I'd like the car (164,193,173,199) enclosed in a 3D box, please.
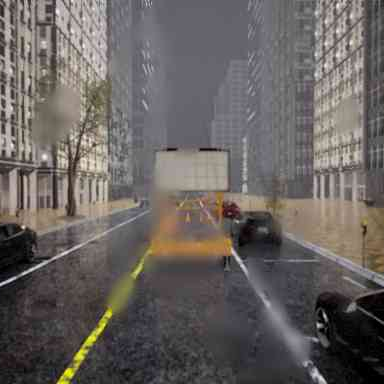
[{"bbox_3d":[-5.757,0.986,82.146,1.802,1.307,4.206,-1,0,0],"label":"car"}]

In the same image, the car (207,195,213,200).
[{"bbox_3d":[2.660,1.301,31.558,1.752,1.417,4.829,-1,0,0],"label":"car"}]

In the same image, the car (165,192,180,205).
[{"bbox_3d":[-3.065,0.860,50.821,2.150,2.045,5.566,0,0,0],"label":"car"}]

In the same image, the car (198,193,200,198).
[{"bbox_3d":[2.628,0.997,76.530,2.008,1.369,4.403,-1,0,0],"label":"car"}]

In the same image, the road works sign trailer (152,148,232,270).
[{"bbox_3d":[-0.005,0.388,10.716,2.380,3.560,2.880,0,0,0],"label":"road works sign trailer"}]

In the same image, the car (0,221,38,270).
[{"bbox_3d":[-5.704,1.503,8.810,1.947,1.339,4.313,-1,0,0],"label":"car"}]

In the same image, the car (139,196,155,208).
[{"bbox_3d":[-5.728,1.247,42.657,2.008,1.369,4.403,-1,0,0],"label":"car"}]

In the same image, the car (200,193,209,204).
[{"bbox_3d":[2.644,1.159,53.960,1.887,1.381,4.507,-1,0,0],"label":"car"}]

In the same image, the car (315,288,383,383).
[{"bbox_3d":[2.682,1.543,3.176,1.947,1.339,4.313,-1,0,0],"label":"car"}]

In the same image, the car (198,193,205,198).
[{"bbox_3d":[2.615,0.869,93.458,2.008,1.369,4.403,-1,0,0],"label":"car"}]

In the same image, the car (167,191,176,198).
[{"bbox_3d":[-5.768,0.633,93.426,2.192,1.841,5.009,-1,0,0],"label":"car"}]

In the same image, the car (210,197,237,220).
[{"bbox_3d":[2.665,1.362,25.746,1.887,1.381,4.507,-1,0,0],"label":"car"}]

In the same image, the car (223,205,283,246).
[{"bbox_3d":[2.673,1.464,14.461,1.947,1.339,4.313,-1,0,0],"label":"car"}]
